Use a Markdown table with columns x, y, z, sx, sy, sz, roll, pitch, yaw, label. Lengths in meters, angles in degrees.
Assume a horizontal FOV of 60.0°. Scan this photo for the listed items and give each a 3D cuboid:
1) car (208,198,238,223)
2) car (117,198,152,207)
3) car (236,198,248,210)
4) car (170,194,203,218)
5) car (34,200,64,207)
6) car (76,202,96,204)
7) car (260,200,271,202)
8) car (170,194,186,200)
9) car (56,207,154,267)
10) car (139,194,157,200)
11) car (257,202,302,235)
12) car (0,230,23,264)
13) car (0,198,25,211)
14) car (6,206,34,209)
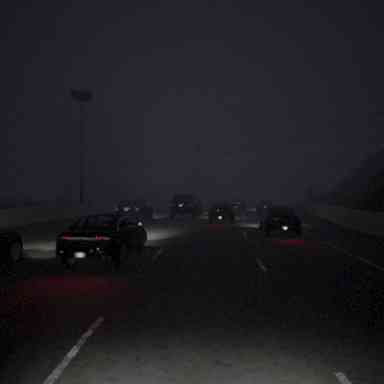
| x | y | z | sx | sy | sz | roll | pitch | yaw | label |
| --- | --- | --- | --- | --- | --- | --- | --- | --- | --- |
| 2.350 | 1.518 | 25.691 | 1.837 | 1.490 | 4.892 | 0 | 0 | 9 | car |
| -4.558 | 1.351 | 26.817 | 2.097 | 1.767 | 4.553 | 0 | 0 | 9 | car |
| 5.980 | 1.527 | 42.490 | 1.837 | 1.490 | 4.892 | 0 | 0 | 15 | car |
| -0.423 | 1.229 | 30.326 | 2.150 | 2.045 | 5.566 | 0 | 0 | 10 | car |
| -16.357 | 1.460 | 40.431 | 1.882 | 1.535 | 5.008 | 0 | 0 | 13 | car |
| -12.831 | 1.590 | 40.262 | 1.895 | 1.301 | 4.718 | 0 | 0 | 13 | car |
| 8.453 | 1.589 | 38.118 | 1.994 | 1.385 | 4.181 | 0 | 0 | 13 | car |
| -3.227 | 1.131 | 78.739 | 1.837 | 1.490 | 4.892 | 0 | 0 | 25 | car |
| -2.868 | 1.490 | 11.424 | 2.128 | 1.511 | 4.902 | 0 | 0 | 4 | car |
| -10.506 | 1.184 | 79.651 | 1.837 | 1.490 | 4.892 | 0 | 0 | 23 | car |
| 4.893 | 1.519 | 18.817 | 1.837 | 1.490 | 4.892 | 0 | 0 | 7 | car |
| -6.539 | 1.469 | 8.856 | 1.882 | 1.535 | 5.008 | 0 | 0 | 3 | car |
| -23.281 | 1.496 | 41.482 | 1.812 | 1.442 | 4.674 | 0 | 0 | 13 | car |
| -20.066 | 1.523 | 40.047 | 2.033 | 1.411 | 5.357 | 0 | 0 | 12 | car |
